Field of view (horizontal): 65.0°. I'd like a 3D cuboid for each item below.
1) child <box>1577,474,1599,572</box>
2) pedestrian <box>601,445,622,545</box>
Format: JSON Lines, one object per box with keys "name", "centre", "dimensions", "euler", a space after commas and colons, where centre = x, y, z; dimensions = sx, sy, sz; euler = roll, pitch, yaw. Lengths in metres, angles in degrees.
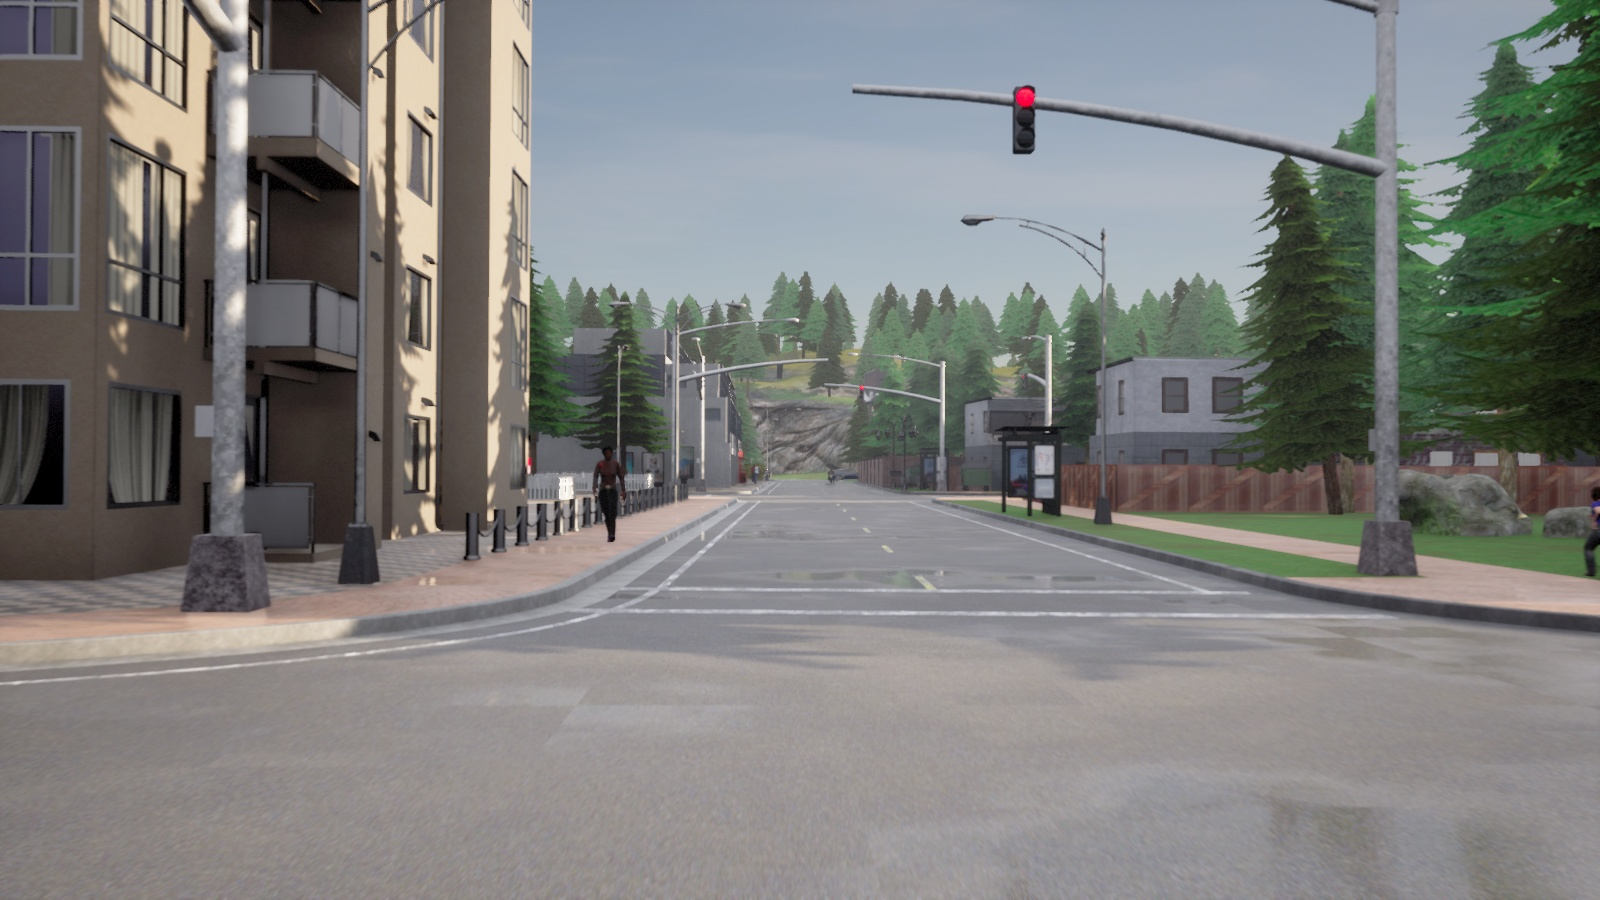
{"name": "child", "centre": [10.458, 0.953, 16.449], "dimensions": [0.270, 1.263, 0.437], "euler": [0, -1, -4]}
{"name": "pedestrian", "centre": [-3.476, 0.816, 23.183], "dimensions": [0.328, 1.805, 0.869], "euler": [0, -1, -4]}
